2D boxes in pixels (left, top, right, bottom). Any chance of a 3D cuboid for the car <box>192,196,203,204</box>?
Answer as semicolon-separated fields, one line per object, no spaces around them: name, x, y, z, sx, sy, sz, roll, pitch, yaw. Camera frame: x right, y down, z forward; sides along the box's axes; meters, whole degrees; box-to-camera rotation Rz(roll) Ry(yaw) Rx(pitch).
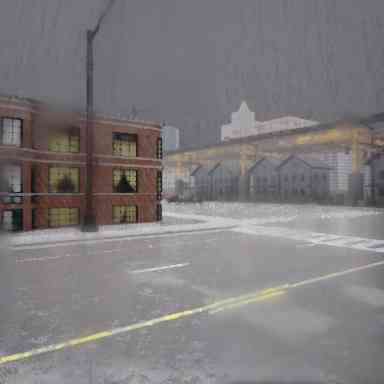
car;0.189;1.436;61.417;1.994;1.385;4.181;0;0;-35

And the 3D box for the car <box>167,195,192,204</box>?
car;-2.643;1.235;59.361;2.097;1.767;4.553;0;0;-35
